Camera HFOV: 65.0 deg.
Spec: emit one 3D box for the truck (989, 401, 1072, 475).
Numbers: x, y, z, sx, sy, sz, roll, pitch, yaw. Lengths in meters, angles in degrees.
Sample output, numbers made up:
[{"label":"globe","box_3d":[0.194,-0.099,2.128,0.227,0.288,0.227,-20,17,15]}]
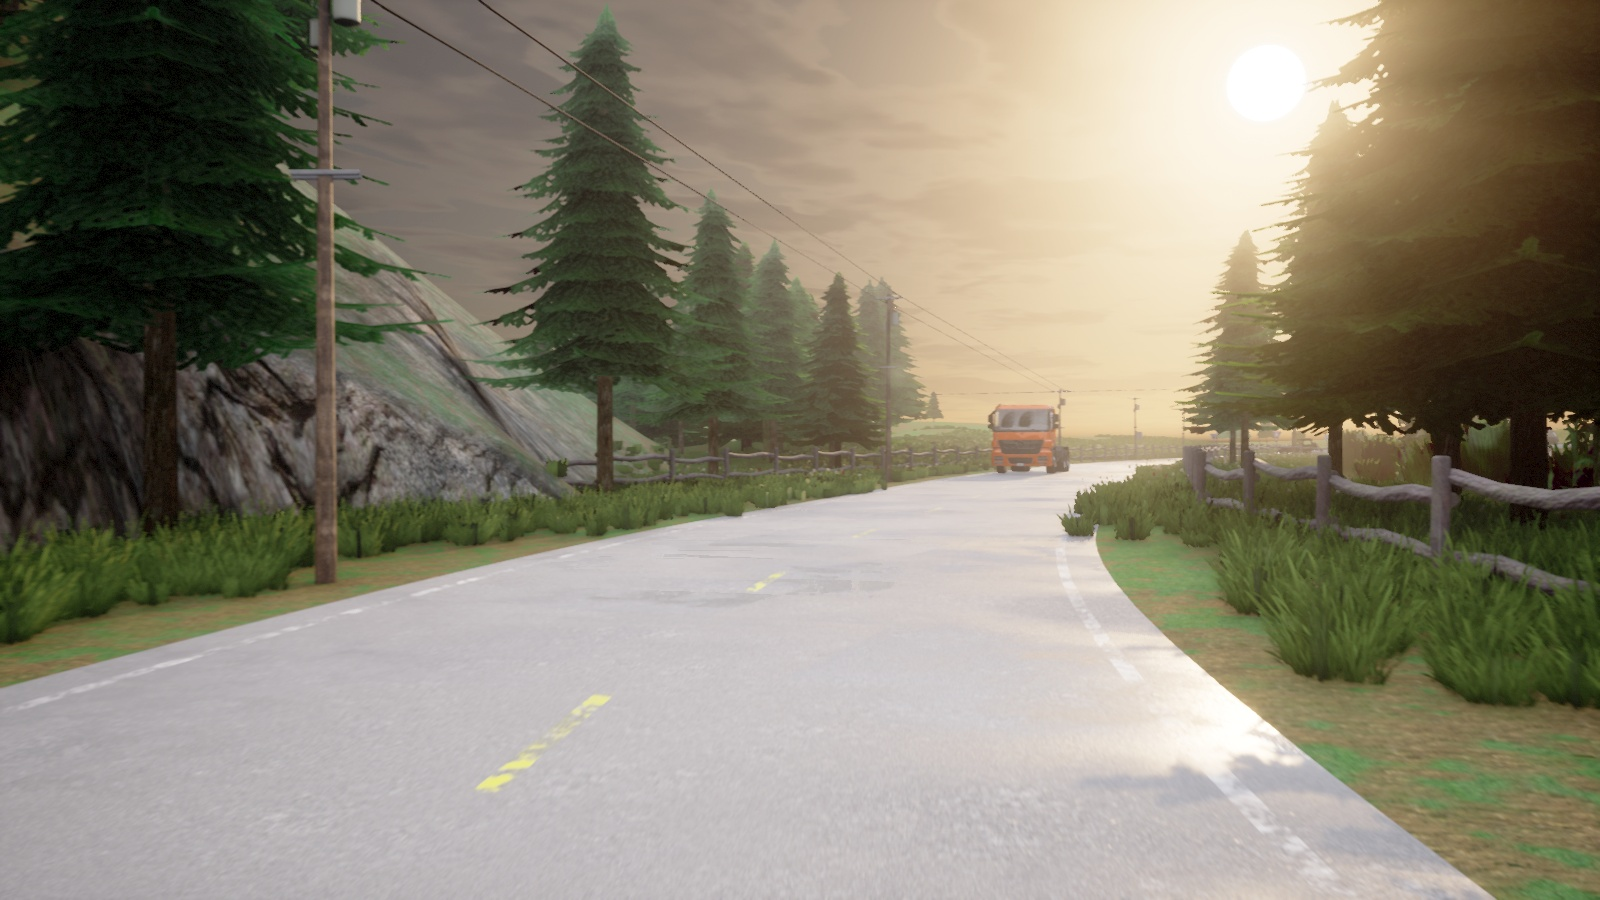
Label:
[{"label":"truck","box_3d":[11.674,-0.576,63.031,2.891,3.462,7.936,0,0,19]}]
